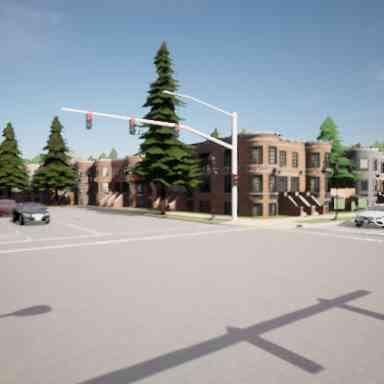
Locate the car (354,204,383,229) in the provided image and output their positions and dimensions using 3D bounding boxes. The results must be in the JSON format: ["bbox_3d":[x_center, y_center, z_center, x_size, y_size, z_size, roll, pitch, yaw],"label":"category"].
[{"bbox_3d":[12.380,1.491,21.426,4.674,1.442,1.812,0,0,-36],"label":"car"}]

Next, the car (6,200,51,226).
[{"bbox_3d":[-11.536,1.482,23.761,2.128,1.511,4.902,0,0,-37],"label":"car"}]

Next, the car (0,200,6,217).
[{"bbox_3d":[-17.325,1.468,31.067,1.882,1.535,5.008,0,0,-43],"label":"car"}]
